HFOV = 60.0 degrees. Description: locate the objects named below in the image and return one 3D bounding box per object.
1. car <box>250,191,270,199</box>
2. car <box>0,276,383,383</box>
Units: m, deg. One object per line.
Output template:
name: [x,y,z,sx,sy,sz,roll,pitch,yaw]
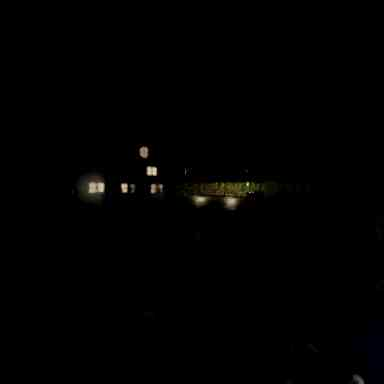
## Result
car: [15.102,0.649,73.672,2.128,1.511,4.902,0,1,-35]
car: [-0.216,1.603,2.914,4.718,1.301,1.895,0,0,-35]
